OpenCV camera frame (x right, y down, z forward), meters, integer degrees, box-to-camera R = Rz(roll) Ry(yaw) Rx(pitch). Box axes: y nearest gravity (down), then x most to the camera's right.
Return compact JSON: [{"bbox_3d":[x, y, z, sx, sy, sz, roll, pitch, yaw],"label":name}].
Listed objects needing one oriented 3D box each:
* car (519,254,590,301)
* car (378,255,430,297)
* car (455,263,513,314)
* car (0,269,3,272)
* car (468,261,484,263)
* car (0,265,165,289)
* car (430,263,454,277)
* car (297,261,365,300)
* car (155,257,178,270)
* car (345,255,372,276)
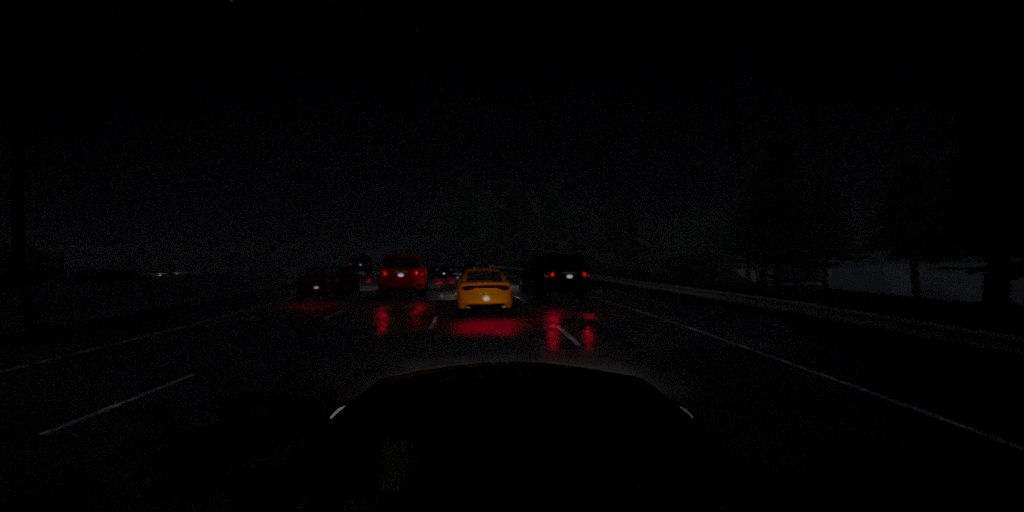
[{"bbox_3d":[1.857,0.921,17.243,2.150,2.045,5.566,0,0,-11],"label":"car"},{"bbox_3d":[-5.580,0.945,18.807,2.150,2.045,5.566,0,0,-12],"label":"car"},{"bbox_3d":[-1.149,1.197,13.877,1.882,1.535,5.008,0,0,-8],"label":"car"},{"bbox_3d":[-23.106,1.321,16.082,1.812,1.442,4.674,0,0,-14],"label":"car"},{"bbox_3d":[-3.573,1.194,35.166,1.812,1.442,4.674,0,0,-23],"label":"car"},{"bbox_3d":[-19.639,1.327,16.917,2.033,1.411,5.357,0,0,-14],"label":"car"},{"bbox_3d":[-7.022,1.284,34.515,1.895,1.301,4.718,0,0,-23],"label":"car"},{"bbox_3d":[-9.016,1.215,18.011,1.882,1.535,5.008,0,0,-12],"label":"car"},{"bbox_3d":[-45.070,0.921,46.763,5.008,1.535,1.882,0,0,42],"label":"car"},{"bbox_3d":[-15.439,0.931,36.127,2.150,2.045,5.566,0,0,-27],"label":"car"}]
